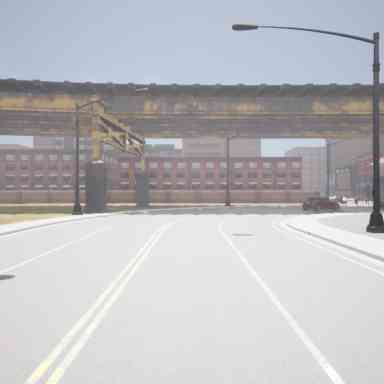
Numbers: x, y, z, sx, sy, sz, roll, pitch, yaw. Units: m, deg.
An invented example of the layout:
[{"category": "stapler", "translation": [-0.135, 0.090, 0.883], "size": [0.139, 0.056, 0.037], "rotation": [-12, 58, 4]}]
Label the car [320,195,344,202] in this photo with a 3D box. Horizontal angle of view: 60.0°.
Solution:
[{"category": "car", "translation": [33.613, 1.478, 79.923], "size": [2.038, 1.542, 4.974], "rotation": [0, 0, -34]}]

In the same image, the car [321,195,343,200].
[{"category": "car", "translation": [33.642, 1.320, 79.880], "size": [1.853, 1.218, 4.536], "rotation": [0, 0, -34]}]

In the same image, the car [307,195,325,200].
[{"category": "car", "translation": [29.567, 1.320, 79.139], "size": [4.536, 1.218, 1.853], "rotation": [0, 0, -39]}]

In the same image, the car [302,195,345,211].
[{"category": "car", "translation": [15.620, 1.365, 40.140], "size": [4.553, 1.767, 2.097], "rotation": [0, 0, -24]}]

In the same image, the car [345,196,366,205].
[{"category": "car", "translation": [29.189, 1.472, 60.312], "size": [2.038, 1.542, 4.974], "rotation": [0, 0, -29]}]

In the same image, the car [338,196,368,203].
[{"category": "car", "translation": [29.163, 1.314, 60.358], "size": [1.853, 1.218, 4.536], "rotation": [0, 0, -29]}]

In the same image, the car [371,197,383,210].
[{"category": "car", "translation": [25.719, 1.539, 42.085], "size": [4.674, 1.442, 1.812], "rotation": [0, 0, -3]}]

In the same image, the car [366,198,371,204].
[{"category": "car", "translation": [32.231, 1.471, 58.153], "size": [2.038, 1.542, 4.974], "rotation": [0, 0, 31]}]

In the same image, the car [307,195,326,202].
[{"category": "car", "translation": [29.607, 1.477, 79.172], "size": [4.974, 1.542, 2.038], "rotation": [0, 0, -39]}]

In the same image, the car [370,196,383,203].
[{"category": "car", "translation": [32.258, 1.313, 58.198], "size": [1.853, 1.218, 4.536], "rotation": [0, 0, 31]}]
